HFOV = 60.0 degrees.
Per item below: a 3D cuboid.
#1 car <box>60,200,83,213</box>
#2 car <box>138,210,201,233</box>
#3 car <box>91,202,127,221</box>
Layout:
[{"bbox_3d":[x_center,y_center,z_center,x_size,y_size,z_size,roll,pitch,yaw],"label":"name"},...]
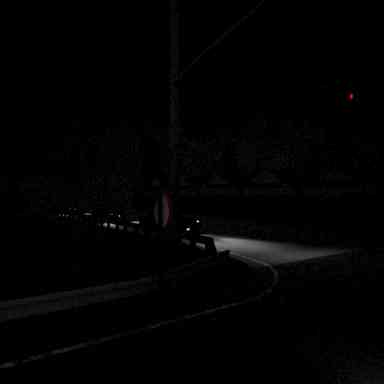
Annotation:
[{"bbox_3d":[-14.204,1.695,38.988,1.837,1.490,4.892,0,0,-32],"label":"car"},{"bbox_3d":[-1.482,1.792,20.626,1.895,1.301,4.718,0,0,-35],"label":"car"},{"bbox_3d":[-7.251,1.696,28.826,1.837,1.490,4.892,0,0,-35],"label":"car"}]
